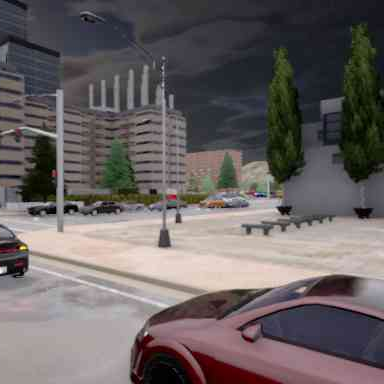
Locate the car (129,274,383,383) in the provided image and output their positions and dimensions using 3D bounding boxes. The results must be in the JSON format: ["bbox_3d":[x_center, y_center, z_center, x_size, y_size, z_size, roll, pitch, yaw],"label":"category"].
[{"bbox_3d":[1.347,1.571,3.270,4.181,1.385,1.994,0,0,36],"label":"car"}]

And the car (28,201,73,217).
[{"bbox_3d":[-14.251,1.664,34.348,1.882,1.535,5.008,0,0,40],"label":"car"}]

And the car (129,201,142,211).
[{"bbox_3d":[-8.286,1.790,41.533,1.895,1.301,4.718,0,0,40],"label":"car"}]

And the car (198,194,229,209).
[{"bbox_3d":[2.938,1.526,49.551,2.097,1.767,4.553,0,0,40],"label":"car"}]

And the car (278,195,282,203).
[{"bbox_3d":[18.623,1.761,62.676,1.895,1.301,4.718,0,0,40],"label":"car"}]

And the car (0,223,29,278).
[{"bbox_3d":[-6.318,1.567,9.263,4.892,1.490,1.837,0,0,40],"label":"car"}]

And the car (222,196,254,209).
[{"bbox_3d":[6.684,1.718,48.292,1.994,1.385,4.181,0,0,40],"label":"car"}]

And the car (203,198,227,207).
[{"bbox_3d":[3.912,1.759,56.169,1.994,1.385,4.181,0,0,40],"label":"car"}]

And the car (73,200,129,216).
[{"bbox_3d":[-9.398,1.673,34.714,1.837,1.490,4.892,0,0,40],"label":"car"}]

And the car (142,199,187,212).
[{"bbox_3d":[-3.388,1.662,41.953,2.128,1.511,4.902,0,0,40],"label":"car"}]
